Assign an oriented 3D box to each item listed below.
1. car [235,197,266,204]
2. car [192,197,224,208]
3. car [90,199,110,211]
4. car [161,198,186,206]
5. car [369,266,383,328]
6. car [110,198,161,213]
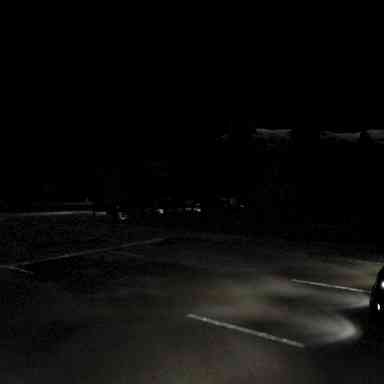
[{"bbox_3d":[9.542,1.467,54.136,5.357,1.411,2.033,0,0,-32],"label":"car"},{"bbox_3d":[2.192,1.420,44.452,4.892,1.490,1.837,-1,1,-39],"label":"car"},{"bbox_3d":[-9.278,1.494,38.340,1.895,1.301,4.718,0,0,43],"label":"car"},{"bbox_3d":[-2.825,1.425,44.716,4.674,1.442,1.812,0,0,-42],"label":"car"},{"bbox_3d":[5.064,1.352,4.633,4.553,1.767,2.097,0,0,36],"label":"car"},{"bbox_3d":[-6.120,1.413,36.534,1.837,1.490,4.892,0,0,43],"label":"car"}]
